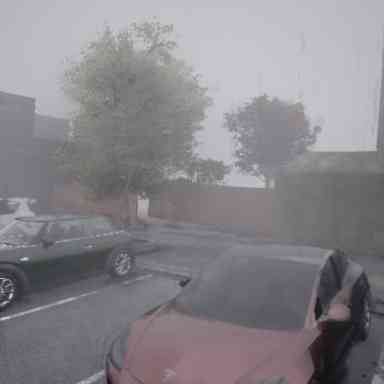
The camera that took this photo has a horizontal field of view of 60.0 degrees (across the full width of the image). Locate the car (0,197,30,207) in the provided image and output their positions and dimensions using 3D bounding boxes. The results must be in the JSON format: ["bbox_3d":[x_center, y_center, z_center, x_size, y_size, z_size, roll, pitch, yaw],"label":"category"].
[{"bbox_3d":[-8.022,1.196,10.965,2.435,2.045,5.566,0,0,35],"label":"car"}]

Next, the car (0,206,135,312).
[{"bbox_3d":[-3.540,1.336,7.843,2.185,1.767,4.553,0,0,35],"label":"car"}]
